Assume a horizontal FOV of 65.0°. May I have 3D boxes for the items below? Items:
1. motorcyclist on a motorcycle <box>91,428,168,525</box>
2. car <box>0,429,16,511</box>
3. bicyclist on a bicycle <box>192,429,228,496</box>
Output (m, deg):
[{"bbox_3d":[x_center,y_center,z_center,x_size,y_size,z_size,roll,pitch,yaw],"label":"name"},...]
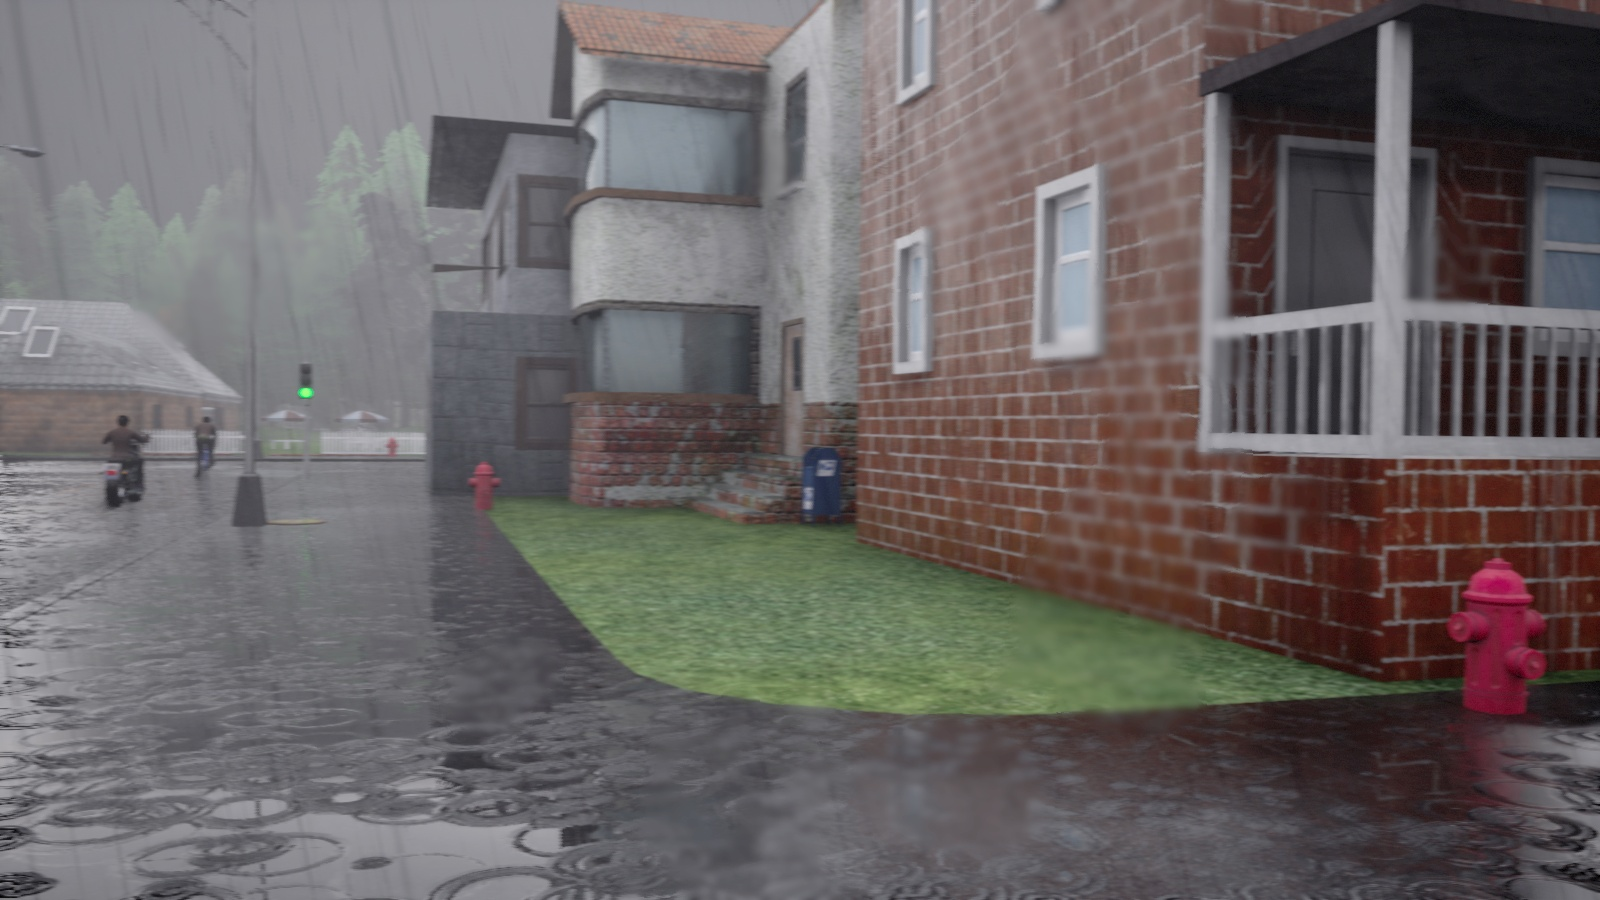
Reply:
[{"bbox_3d":[-12.048,0.440,22.648,0.766,1.649,2.350,-1,1,-17],"label":"motorcyclist on a motorcycle"},{"bbox_3d":[-16.798,0.439,24.081,2.033,1.649,4.856,-1,1,-20],"label":"car"},{"bbox_3d":[-14.843,0.301,31.618,0.582,1.620,1.656,-1,1,-17],"label":"bicyclist on a bicycle"}]
